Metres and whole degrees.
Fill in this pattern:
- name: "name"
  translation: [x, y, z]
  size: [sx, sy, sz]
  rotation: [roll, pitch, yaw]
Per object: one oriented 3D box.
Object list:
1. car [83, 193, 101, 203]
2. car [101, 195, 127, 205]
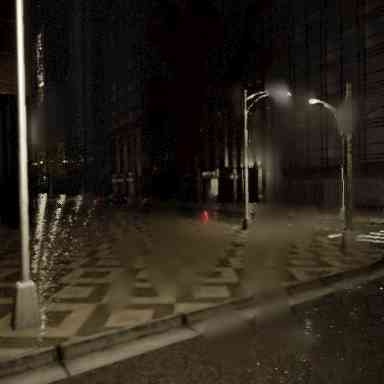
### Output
- name: "car"
  translation: [-16.475, 0.898, 55.031]
  size: [1.882, 1.535, 5.008]
  rotation: [-1, 1, -36]
- name: "car"
  translation: [-10.920, 1.064, 47.376]
  size: [1.994, 1.385, 4.181]
  rotation: [-1, 1, -35]
